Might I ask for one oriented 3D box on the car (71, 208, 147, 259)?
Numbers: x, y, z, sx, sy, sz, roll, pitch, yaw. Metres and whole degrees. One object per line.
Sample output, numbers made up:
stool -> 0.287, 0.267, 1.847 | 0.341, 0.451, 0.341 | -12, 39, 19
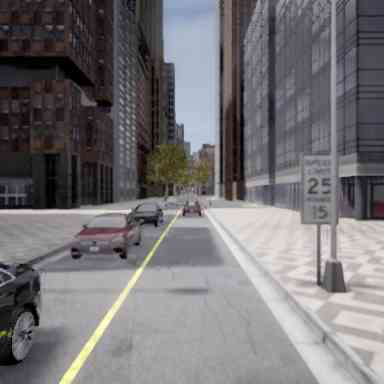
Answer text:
car -> -3.089, 1.550, 12.838 | 1.812, 1.442, 4.674 | 0, 0, 0

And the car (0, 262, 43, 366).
car -> -3.099, 1.497, 3.006 | 2.128, 1.511, 4.902 | 0, 0, -1

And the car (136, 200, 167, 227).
car -> -3.085, 1.522, 23.194 | 1.882, 1.535, 5.008 | 0, 0, 0

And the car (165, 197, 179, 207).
car -> -2.998, 1.430, 50.034 | 1.812, 1.442, 4.674 | 0, 0, 0

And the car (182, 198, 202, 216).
car -> 0.002, 1.590, 33.102 | 1.812, 1.442, 4.674 | 0, 0, 0

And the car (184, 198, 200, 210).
car -> 0.025, 1.584, 45.562 | 2.128, 1.511, 4.902 | 0, 0, 0
